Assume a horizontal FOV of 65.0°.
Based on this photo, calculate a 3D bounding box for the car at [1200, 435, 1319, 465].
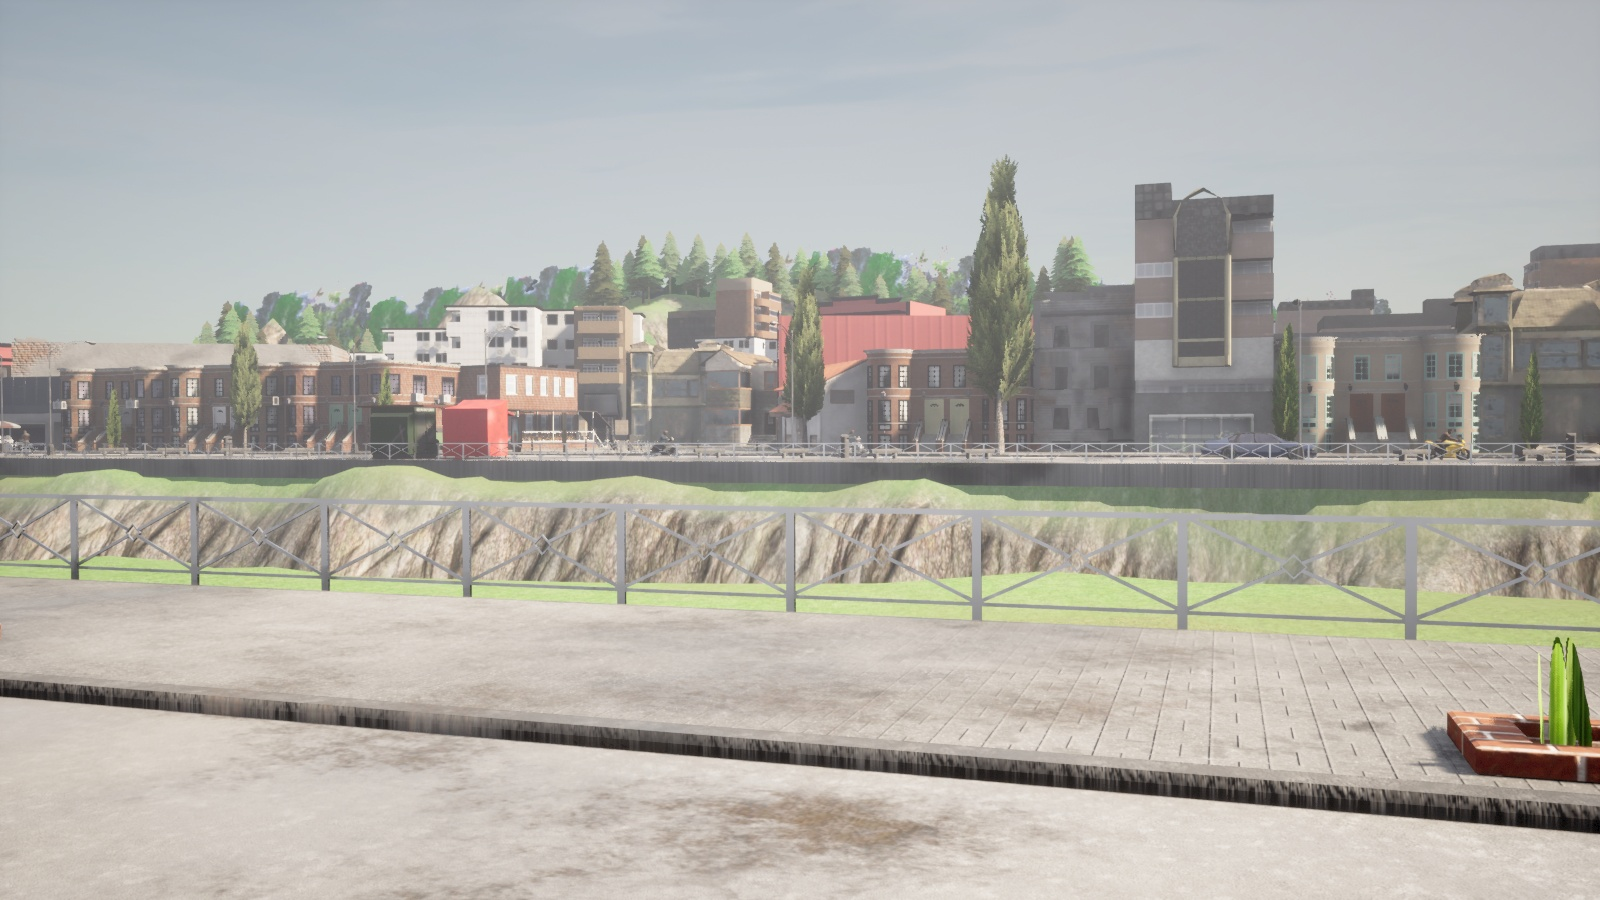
[{"bbox_3d":[22.349,-0.024,61.316,5.357,1.411,2.033,1,1,19],"label":"car"}]

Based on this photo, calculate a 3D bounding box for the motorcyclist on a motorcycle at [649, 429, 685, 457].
[{"bbox_3d":[-7.560,-0.391,71.362,1.817,1.590,0.866,1,1,19],"label":"motorcyclist on a motorcycle"}]

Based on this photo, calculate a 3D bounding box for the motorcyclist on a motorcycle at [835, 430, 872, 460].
[{"bbox_3d":[2.911,-0.295,67.844,1.817,1.590,0.866,1,1,19],"label":"motorcyclist on a motorcycle"}]

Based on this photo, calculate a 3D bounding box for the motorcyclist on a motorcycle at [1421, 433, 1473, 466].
[{"bbox_3d":[30.216,-0.017,58.671,2.044,1.523,0.797,1,1,19],"label":"motorcyclist on a motorcycle"}]
